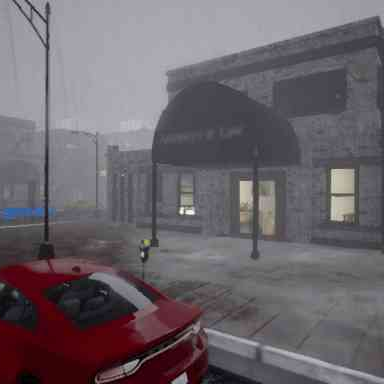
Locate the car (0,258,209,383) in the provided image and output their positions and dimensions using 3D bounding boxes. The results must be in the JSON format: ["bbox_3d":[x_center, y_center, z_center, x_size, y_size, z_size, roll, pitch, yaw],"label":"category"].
[{"bbox_3d":[-1.923,1.542,4.240,4.507,1.381,1.887,0,0,36],"label":"car"}]

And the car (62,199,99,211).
[{"bbox_3d":[-13.612,1.565,40.585,1.752,1.417,4.829,0,0,35],"label":"car"}]

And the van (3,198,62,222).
[{"bbox_3d":[-13.011,1.410,26.856,1.690,1.788,3.998,0,0,35],"label":"van"}]
